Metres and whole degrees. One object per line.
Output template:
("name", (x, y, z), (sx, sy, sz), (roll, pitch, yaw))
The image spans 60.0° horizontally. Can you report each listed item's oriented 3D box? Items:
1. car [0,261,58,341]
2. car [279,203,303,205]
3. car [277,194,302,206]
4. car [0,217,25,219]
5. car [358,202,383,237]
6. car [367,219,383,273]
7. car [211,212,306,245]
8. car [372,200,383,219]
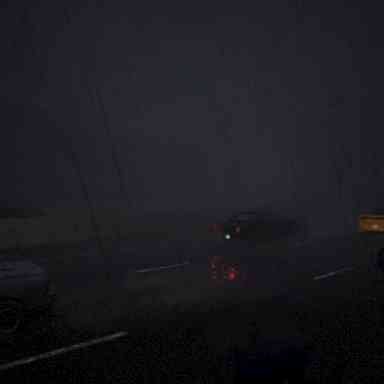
("car", (-4.572, 1.617, 4.858), (4.718, 1.301, 1.895), (0, 0, -35))
("car", (13.737, 1.295, 44.981), (1.882, 1.535, 5.008), (0, 0, 42))
("car", (15.417, 1.144, 52.302), (2.097, 1.767, 4.553), (0, 0, 39))
("car", (-14.557, 1.554, 23.818), (4.674, 1.442, 1.812), (0, 0, -37))
("car", (10.037, 1.383, 16.437), (5.008, 1.535, 1.882), (0, 0, -41))
("car", (6.906, 1.504, 9.245), (4.181, 1.385, 1.994), (0, 0, -39))
("car", (3.204, 1.548, 15.217), (4.718, 1.301, 1.895), (0, 0, -39))
("car", (16.648, 1.406, 27.421), (4.181, 1.385, 1.994), (0, 0, -45))
